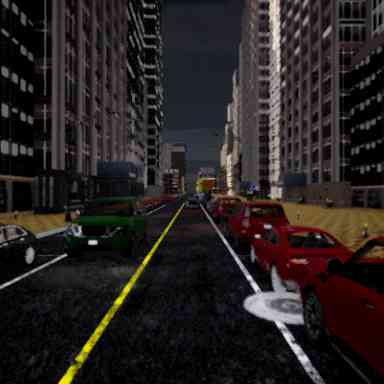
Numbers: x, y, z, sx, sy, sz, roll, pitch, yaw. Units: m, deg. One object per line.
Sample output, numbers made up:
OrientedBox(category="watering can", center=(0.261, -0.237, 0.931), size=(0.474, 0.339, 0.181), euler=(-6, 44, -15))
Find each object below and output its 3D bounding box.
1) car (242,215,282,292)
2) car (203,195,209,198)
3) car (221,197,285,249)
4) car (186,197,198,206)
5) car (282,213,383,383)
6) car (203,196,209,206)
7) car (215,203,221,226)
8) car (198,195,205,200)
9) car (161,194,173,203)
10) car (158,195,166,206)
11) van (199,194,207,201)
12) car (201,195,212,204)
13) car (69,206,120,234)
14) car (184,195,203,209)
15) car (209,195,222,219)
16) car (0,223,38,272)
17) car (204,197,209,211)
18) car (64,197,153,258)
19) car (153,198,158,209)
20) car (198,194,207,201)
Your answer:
OrientedBox(category="car", center=(2.695, 1.544, 8.786), size=(1.887, 1.381, 4.507), euler=(0, 0, 0))
OrientedBox(category="car", center=(2.699, 1.559, 53.101), size=(1.947, 1.339, 4.313), euler=(0, 0, 0))
OrientedBox(category="car", center=(2.696, 1.314, 14.326), size=(2.192, 1.841, 5.009), euler=(0, 0, 0))
OrientedBox(category="car", center=(0.006, 1.540, 55.212), size=(2.033, 1.411, 5.357), euler=(0, 0, 0))
OrientedBox(category="car", center=(2.695, 1.315, 3.247), size=(2.192, 1.841, 5.009), euler=(0, 0, 0))
OrientedBox(category="car", center=(2.698, 1.520, 42.193), size=(1.752, 1.417, 4.829), euler=(0, 0, 0))
OrientedBox(category="car", center=(2.696, 1.564, 19.866), size=(1.947, 1.339, 4.313), euler=(0, 0, 0))
OrientedBox(category="car", center=(2.702, 1.509, 92.046), size=(1.752, 1.417, 4.829), euler=(0, 0, 0))
OrientedBox(category="car", center=(-5.679, 1.304, 69.719), size=(2.192, 1.841, 5.009), euler=(0, 0, 0))
OrientedBox(category="car", center=(-5.682, 1.575, 53.101), size=(1.802, 1.307, 4.206), euler=(0, 0, 0))
OrientedBox(category="van", center=(2.701, 1.328, 80.797), size=(1.690, 1.788, 3.998), euler=(0, 0, 0))
OrientedBox(category="car", center=(2.700, 1.431, 64.180), size=(1.967, 1.590, 4.097), euler=(0, 0, 0))
OrientedBox(category="car", center=(-5.684, 1.580, 19.866), size=(1.802, 1.307, 4.206), euler=(0, 0, 0))
OrientedBox(category="car", center=(0.004, 1.486, 44.790), size=(2.128, 1.511, 4.902), euler=(0, 0, 0))
OrientedBox(category="car", center=(2.698, 1.313, 25.405), size=(2.192, 1.841, 5.009), euler=(0, 0, 0))
OrientedBox(category="car", center=(-5.686, 1.550, 8.786), size=(2.008, 1.369, 4.403), euler=(0, 0, 0))
OrientedBox(category="car", center=(2.697, 1.547, 36.483), size=(2.008, 1.369, 4.403), euler=(0, 0, 0))
OrientedBox(category="car", center=(-3.059, 1.223, 13.074), size=(2.150, 2.045, 5.566), euler=(0, 0, 0))
OrientedBox(category="car", center=(-5.683, 1.577, 42.023), size=(1.802, 1.307, 4.206), euler=(0, 0, 0))
OrientedBox(category="car", center=(2.701, 1.425, 86.337), size=(1.967, 1.590, 4.097), euler=(0, 0, 0))
